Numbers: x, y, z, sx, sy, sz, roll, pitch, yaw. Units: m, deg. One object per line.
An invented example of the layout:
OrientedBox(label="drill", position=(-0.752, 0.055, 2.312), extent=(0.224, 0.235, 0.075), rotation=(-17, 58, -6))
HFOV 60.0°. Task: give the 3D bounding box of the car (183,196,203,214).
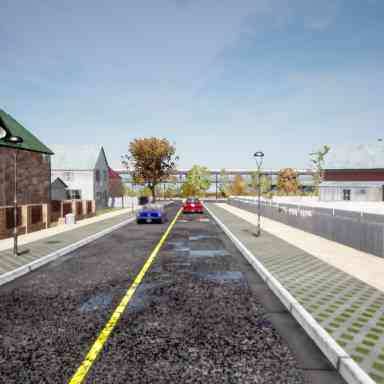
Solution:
OrientedBox(label="car", position=(0.096, 1.346, 35.347), extent=(2.097, 1.767, 4.553), rotation=(0, 0, 0))

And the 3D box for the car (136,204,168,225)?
OrientedBox(label="car", position=(-2.845, 1.592, 24.166), extent=(1.895, 1.301, 4.718), rotation=(0, 0, 0))

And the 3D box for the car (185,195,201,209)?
OrientedBox(label="car", position=(0.098, 1.354, 45.108), extent=(2.097, 1.767, 4.553), rotation=(0, 0, 0))
